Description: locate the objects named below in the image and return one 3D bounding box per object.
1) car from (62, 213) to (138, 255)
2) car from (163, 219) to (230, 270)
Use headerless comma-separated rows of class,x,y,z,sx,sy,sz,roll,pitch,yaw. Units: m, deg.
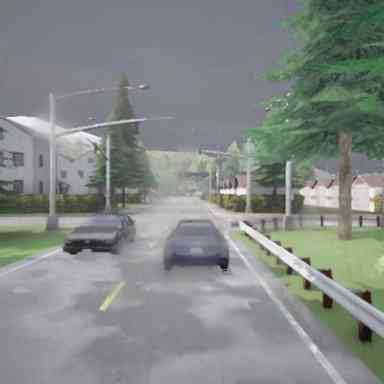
car,-3.480,1.586,13.725,2.033,1.411,5.357,0,0,1
car,0.127,1.596,11.208,1.994,1.385,4.181,0,0,0
